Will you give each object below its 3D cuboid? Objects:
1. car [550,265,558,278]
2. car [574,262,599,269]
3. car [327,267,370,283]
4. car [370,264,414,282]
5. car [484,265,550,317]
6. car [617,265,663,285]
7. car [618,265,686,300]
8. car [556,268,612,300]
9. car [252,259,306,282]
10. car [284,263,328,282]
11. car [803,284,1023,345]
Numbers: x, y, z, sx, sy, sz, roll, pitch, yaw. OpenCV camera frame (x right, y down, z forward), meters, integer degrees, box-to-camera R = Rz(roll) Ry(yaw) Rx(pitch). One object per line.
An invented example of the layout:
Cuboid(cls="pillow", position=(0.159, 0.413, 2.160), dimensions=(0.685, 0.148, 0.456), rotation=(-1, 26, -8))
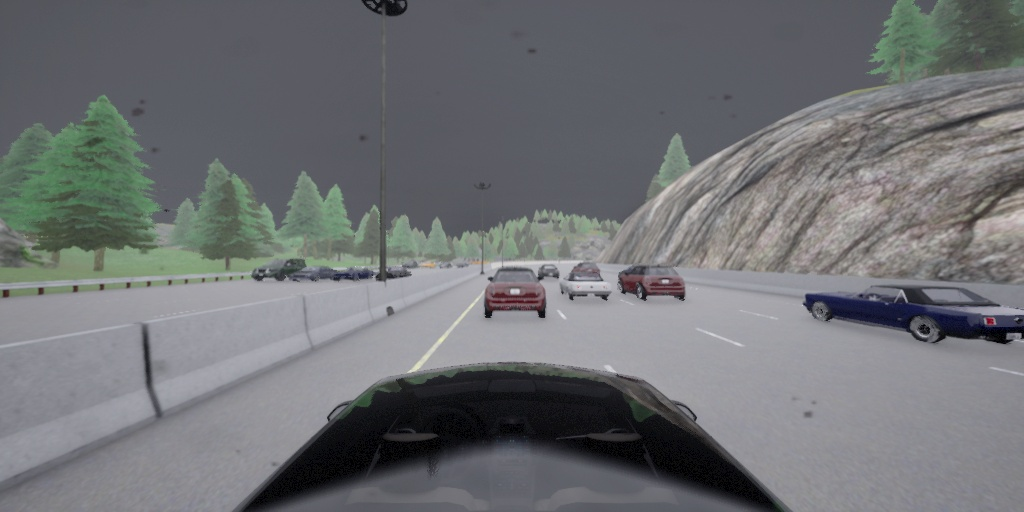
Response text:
Cuboid(cls="car", position=(3.680, 1.577, 36.161), dimensions=(1.812, 1.442, 4.674), rotation=(0, 0, 0))
Cuboid(cls="car", position=(7.188, 1.394, 35.023), dimensions=(2.097, 1.767, 4.553), rotation=(0, -1, 0))
Cuboid(cls="car", position=(-14.017, 1.613, 31.822), dimensions=(1.895, 1.301, 4.718), rotation=(0, -1, 0))
Cuboid(cls="car", position=(-10.517, 1.614, 31.835), dimensions=(1.895, 1.301, 4.718), rotation=(0, -1, 0))
Cuboid(cls="car", position=(0.116, 1.207, 13.831), dimensions=(2.097, 1.767, 4.553), rotation=(0, -1, 0))
Cuboid(cls="car", position=(10.673, 1.550, 30.470), dimensions=(2.033, 1.411, 5.357), rotation=(0, -1, 0))
Cuboid(cls="car", position=(7.140, 1.251, 18.788), dimensions=(2.097, 1.767, 4.553), rotation=(0, -1, 0))
Cuboid(cls="car", position=(3.640, 1.499, 18.624), dimensions=(1.895, 1.301, 4.718), rotation=(0, -1, 0))
Cuboid(cls="car", position=(-21.014, 1.243, 32.816), dimensions=(2.150, 2.045, 5.566), rotation=(0, -1, 0))
Cuboid(cls="car", position=(-17.517, 1.562, 32.100), dimensions=(2.033, 1.411, 5.357), rotation=(0, 0, 0))
Cuboid(cls="car", position=(10.595, 1.422, 9.776), dimensions=(1.895, 1.301, 4.718), rotation=(0, 0, 0))
